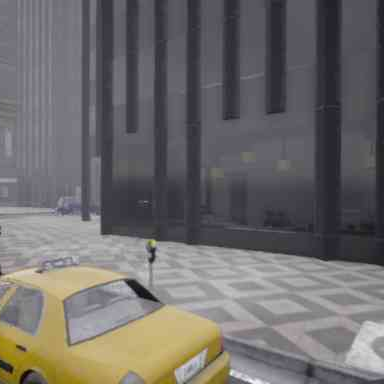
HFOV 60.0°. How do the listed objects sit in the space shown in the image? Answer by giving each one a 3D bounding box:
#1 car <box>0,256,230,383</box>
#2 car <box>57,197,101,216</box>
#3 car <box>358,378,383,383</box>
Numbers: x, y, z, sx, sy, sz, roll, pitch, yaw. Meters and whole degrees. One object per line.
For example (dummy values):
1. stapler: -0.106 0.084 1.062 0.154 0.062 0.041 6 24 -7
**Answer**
1. car: -1.892 1.522 4.306 4.829 1.417 1.752 0 0 35
2. car: -12.312 1.577 37.254 2.150 2.045 5.566 0 -1 36
3. car: 2.665 1.552 1.058 4.403 1.369 2.008 0 0 35
